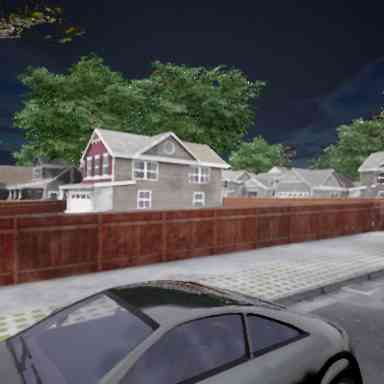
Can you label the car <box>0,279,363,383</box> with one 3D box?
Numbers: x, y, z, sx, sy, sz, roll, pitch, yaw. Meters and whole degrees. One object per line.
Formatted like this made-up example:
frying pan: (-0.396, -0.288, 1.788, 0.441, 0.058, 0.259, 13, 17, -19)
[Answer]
car: (-0.443, 1.559, 2.751, 4.181, 1.385, 1.994, 0, 0, -35)
